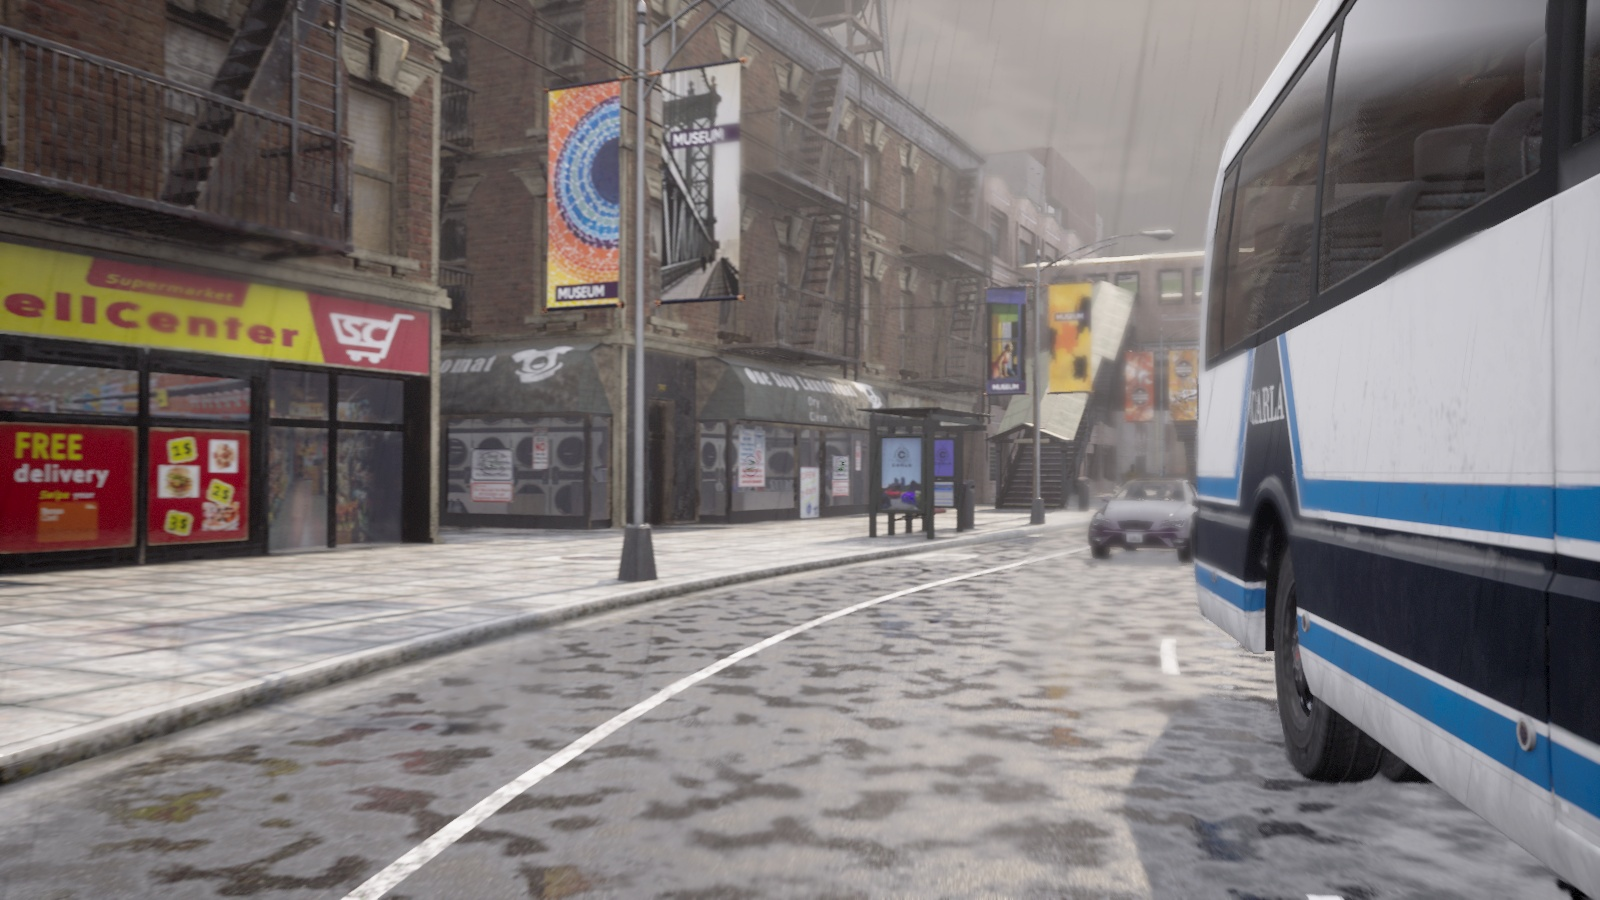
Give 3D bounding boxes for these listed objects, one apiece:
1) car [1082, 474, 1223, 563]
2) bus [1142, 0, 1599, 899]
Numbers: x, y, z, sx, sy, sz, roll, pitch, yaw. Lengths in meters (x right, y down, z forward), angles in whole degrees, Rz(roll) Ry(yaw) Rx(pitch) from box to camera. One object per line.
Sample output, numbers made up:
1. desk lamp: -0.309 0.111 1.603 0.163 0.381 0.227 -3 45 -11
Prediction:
1. car: 6.657 1.200 23.413 1.816 1.474 4.193 -1 -1 26
2. bus: 3.597 -0.512 3.671 3.944 4.253 10.273 -1 -1 9
